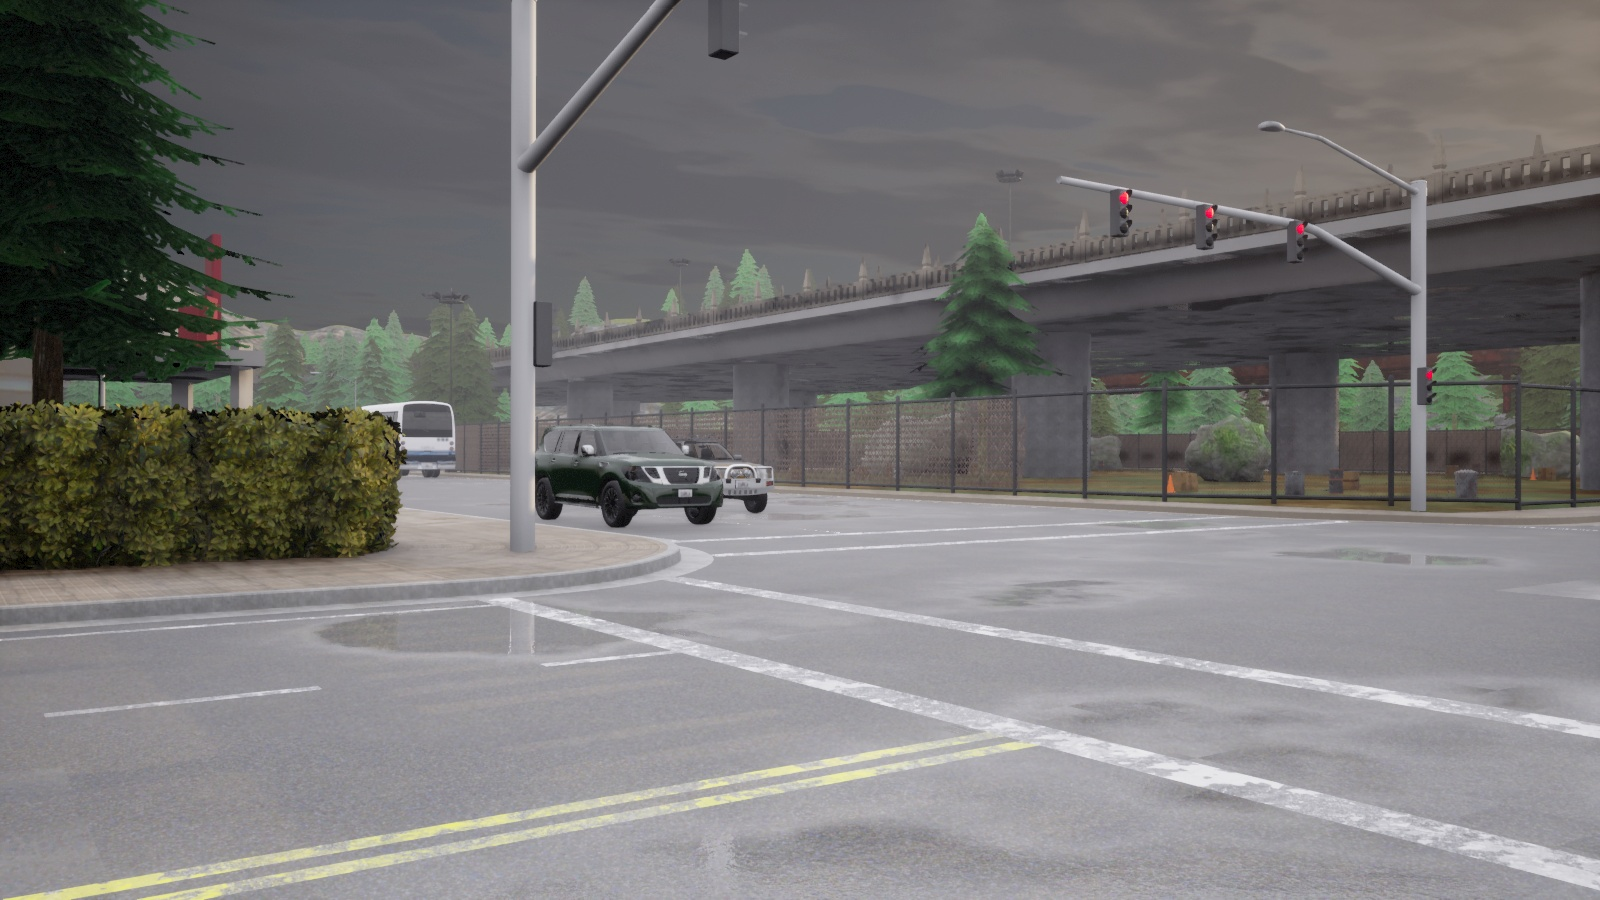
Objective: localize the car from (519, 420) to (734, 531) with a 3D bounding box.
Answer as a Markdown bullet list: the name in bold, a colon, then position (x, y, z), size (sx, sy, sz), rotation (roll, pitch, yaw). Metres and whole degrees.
- **car**: position (-3.753, 0.480, 26.071), size (2.150, 2.045, 5.566), rotation (0, 0, -35)

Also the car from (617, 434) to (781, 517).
- **car**: position (-2.549, 0.586, 30.481), size (1.932, 1.855, 4.605), rotation (0, 0, -35)

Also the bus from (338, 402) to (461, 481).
- **bus**: position (-23.358, -0.459, 72.809), size (3.944, 4.253, 10.273), rotation (0, 0, -35)
